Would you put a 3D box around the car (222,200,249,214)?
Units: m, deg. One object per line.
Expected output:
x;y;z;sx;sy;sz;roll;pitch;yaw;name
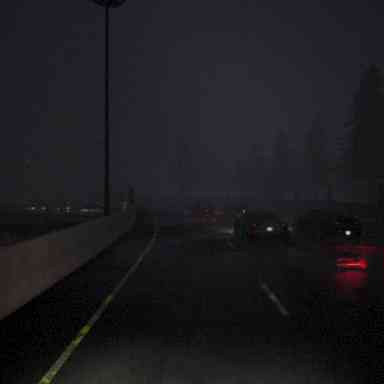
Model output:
4.483;1.613;34.349;1.837;1.490;4.892;0;0;-12;car

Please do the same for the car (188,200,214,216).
0.914;1.600;34.280;2.128;1.511;4.902;0;0;-12;car

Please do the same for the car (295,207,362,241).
6.816;1.560;17.195;1.837;1.490;4.892;0;0;-3;car

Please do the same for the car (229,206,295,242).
3.330;1.617;16.681;1.994;1.385;4.181;0;0;-3;car
